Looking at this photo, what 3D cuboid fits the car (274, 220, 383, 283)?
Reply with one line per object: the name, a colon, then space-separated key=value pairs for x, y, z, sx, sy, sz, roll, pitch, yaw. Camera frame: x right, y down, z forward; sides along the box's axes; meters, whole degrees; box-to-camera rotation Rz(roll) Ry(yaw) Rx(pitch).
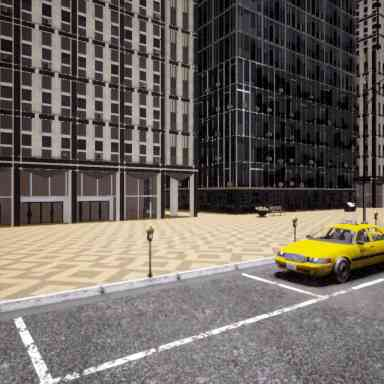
car: x=4.444 y=1.526 z=9.679 sx=4.829 sy=1.417 sz=1.752 roll=0 pitch=0 yaw=-35
